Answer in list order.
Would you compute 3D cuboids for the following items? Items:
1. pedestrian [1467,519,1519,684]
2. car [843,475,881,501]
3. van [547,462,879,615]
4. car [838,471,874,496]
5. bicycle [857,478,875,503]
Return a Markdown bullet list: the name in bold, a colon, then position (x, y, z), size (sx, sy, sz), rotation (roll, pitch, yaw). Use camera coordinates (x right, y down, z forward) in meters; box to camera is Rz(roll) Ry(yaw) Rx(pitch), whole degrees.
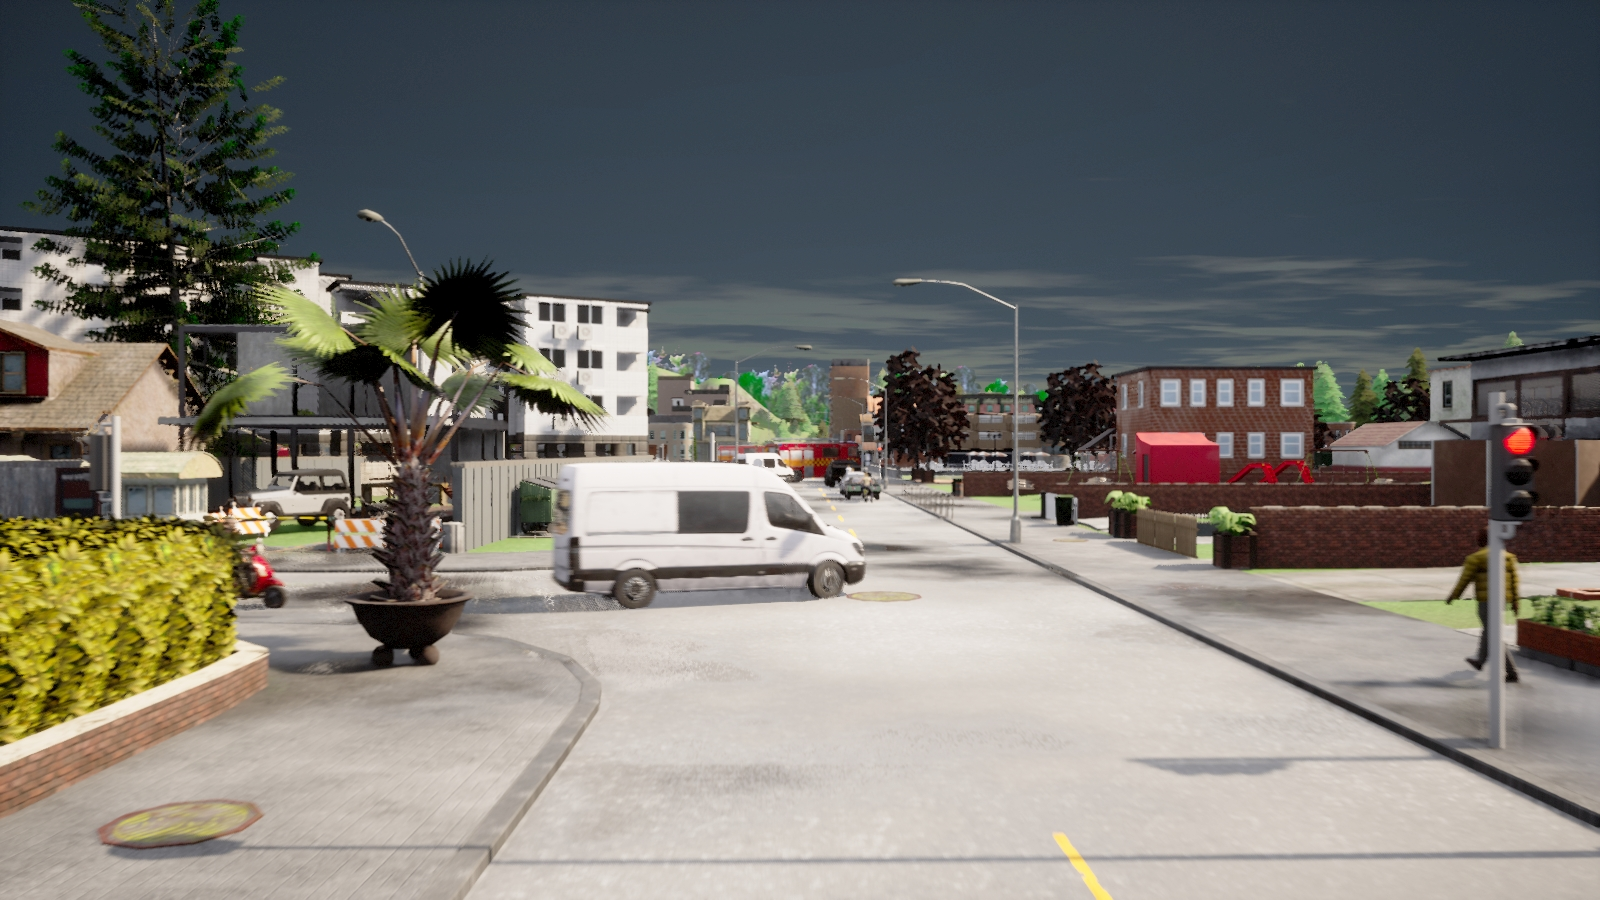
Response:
- **pedestrian**: position (8.031, 1.744, 13.243), size (0.375, 1.860, 0.375), rotation (0, 0, -2)
- **car**: position (3.495, 2.155, 65.376), size (1.895, 1.301, 4.718), rotation (0, 0, 0)
- **van**: position (-1.625, 1.534, 21.563), size (5.915, 2.561, 1.988), rotation (0, 1, -22)
- **car**: position (3.487, 2.081, 71.919), size (2.002, 1.442, 4.674), rotation (0, 0, 0)
- **bicycle**: position (3.490, 2.158, 60.560), size (0.859, 1.276, 1.487), rotation (0, 0, -1)
